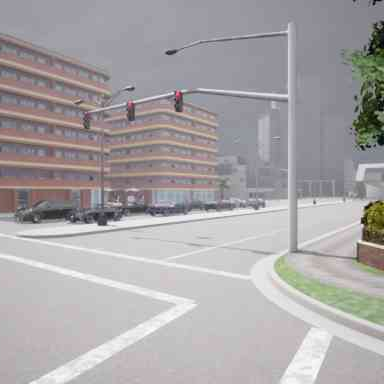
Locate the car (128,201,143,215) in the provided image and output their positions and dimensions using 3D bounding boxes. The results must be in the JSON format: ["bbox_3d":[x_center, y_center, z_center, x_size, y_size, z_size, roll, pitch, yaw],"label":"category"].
[{"bbox_3d":[-5.835,1.601,32.808,1.895,1.301,4.718,0,0,36],"label":"car"}]

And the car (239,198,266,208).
[{"bbox_3d":[8.846,1.526,46.970,1.812,1.442,4.674,0,0,36],"label":"car"}]

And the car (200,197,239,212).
[{"bbox_3d":[3.308,1.601,39.407,1.895,1.301,4.718,0,0,36],"label":"car"}]

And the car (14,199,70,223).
[{"bbox_3d":[-11.103,1.352,25.576,2.097,1.767,4.553,0,0,36],"label":"car"}]

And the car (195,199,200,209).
[{"bbox_3d":[-0.196,1.547,40.545,2.033,1.411,5.357,0,0,36],"label":"car"}]

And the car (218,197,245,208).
[{"bbox_3d":[5.835,1.526,48.783,1.812,1.442,4.674,0,0,36],"label":"car"}]

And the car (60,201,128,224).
[{"bbox_3d":[-7.245,1.564,24.920,1.994,1.385,4.181,0,0,36],"label":"car"}]

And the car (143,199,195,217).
[{"bbox_3d":[-2.087,1.601,32.000,1.895,1.301,4.718,0,0,36],"label":"car"}]
